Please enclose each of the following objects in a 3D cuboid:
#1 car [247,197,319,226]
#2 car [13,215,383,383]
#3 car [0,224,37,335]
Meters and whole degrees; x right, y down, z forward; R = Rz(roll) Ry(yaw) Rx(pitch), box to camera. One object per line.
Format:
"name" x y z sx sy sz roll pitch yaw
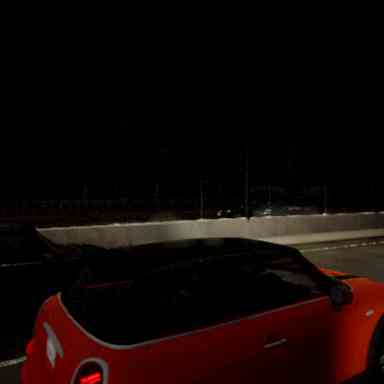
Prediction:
"car" 6.332 1.297 23.250 4.553 1.767 2.097 0 0 -24
"car" 0.598 1.341 3.935 4.553 1.767 2.097 0 0 -34
"car" -3.133 1.330 5.630 4.553 1.767 2.097 0 0 -35
